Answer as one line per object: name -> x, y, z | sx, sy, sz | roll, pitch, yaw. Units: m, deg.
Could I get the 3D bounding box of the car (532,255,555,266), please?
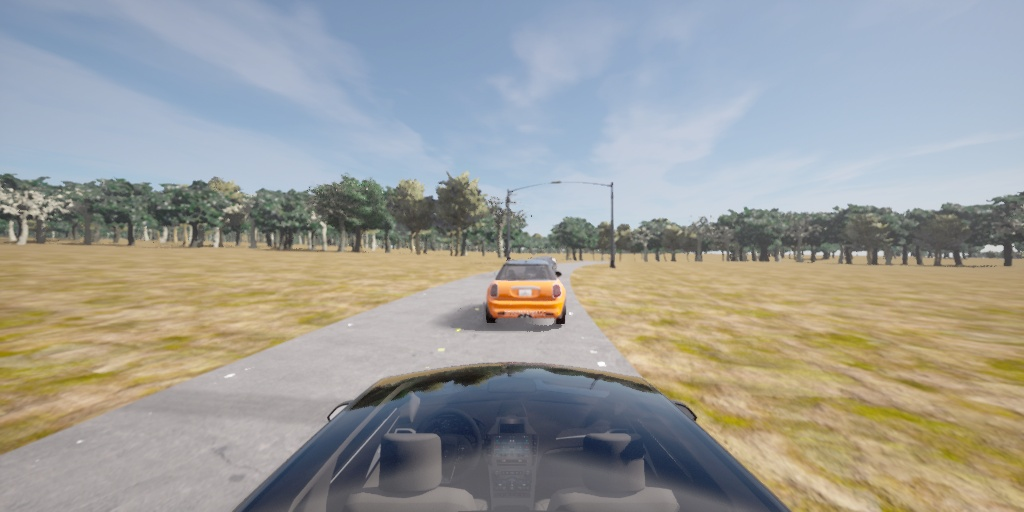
car -> 4.068, 0.594, 45.435 | 1.895, 1.301, 4.718 | 0, 0, 18

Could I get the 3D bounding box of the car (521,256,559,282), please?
car -> 2.016, 0.775, 24.193 | 2.033, 1.411, 5.357 | 0, 1, 10

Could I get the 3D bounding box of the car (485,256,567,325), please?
car -> 0.482, 0.878, 11.032 | 2.097, 1.767, 4.553 | 0, 1, 4
